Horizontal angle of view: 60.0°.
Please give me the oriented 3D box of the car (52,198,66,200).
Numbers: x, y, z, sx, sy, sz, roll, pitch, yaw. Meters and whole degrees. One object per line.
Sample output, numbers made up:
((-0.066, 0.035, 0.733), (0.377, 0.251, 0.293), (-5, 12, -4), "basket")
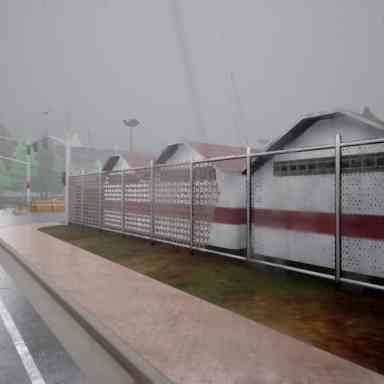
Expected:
((-17.026, 1.504, 42.409), (4.892, 1.490, 1.837), (0, 0, -38), "car")
